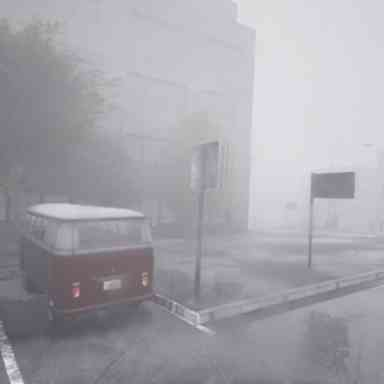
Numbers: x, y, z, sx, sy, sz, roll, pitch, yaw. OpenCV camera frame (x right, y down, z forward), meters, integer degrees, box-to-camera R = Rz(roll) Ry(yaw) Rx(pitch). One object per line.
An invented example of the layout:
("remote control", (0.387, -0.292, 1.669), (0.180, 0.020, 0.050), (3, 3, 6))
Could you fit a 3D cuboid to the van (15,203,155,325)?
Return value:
("van", (-2.574, 1.273, 7.275), (1.878, 1.987, 4.442), (1, 0, -36))
